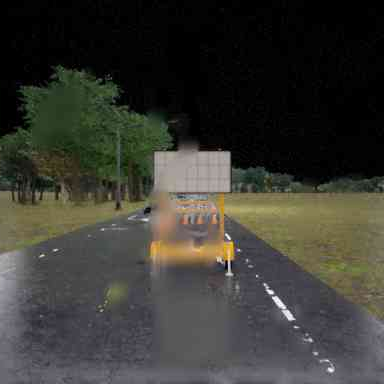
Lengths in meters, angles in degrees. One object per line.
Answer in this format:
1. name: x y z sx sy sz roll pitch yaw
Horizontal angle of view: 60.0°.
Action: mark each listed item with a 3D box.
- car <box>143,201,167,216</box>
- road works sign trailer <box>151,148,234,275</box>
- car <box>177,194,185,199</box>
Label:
1. car: -3.490 1.515 31.884 1.895 1.301 4.718 0 0 0
2. road works sign trailer: 0.010 0.445 10.314 2.380 3.560 2.880 0 0 0
3. car: -2.748 1.039 85.815 1.994 1.385 4.181 0 1 1
